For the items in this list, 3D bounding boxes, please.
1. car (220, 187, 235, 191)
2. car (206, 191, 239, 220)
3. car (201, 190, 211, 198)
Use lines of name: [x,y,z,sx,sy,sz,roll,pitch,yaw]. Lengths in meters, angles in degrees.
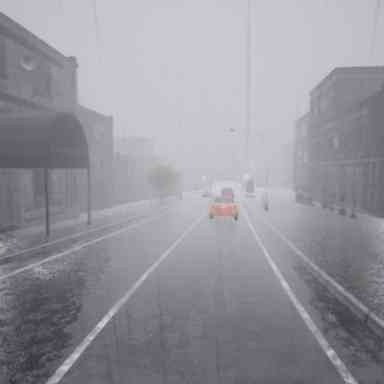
car: [5.905,0.244,55.597,2.150,2.045,5.566,1,2,7]
car: [2.555,1.098,26.099,2.097,1.767,4.553,1,1,7]
car: [2.821,0.425,59.801,1.994,1.385,4.181,1,2,7]
